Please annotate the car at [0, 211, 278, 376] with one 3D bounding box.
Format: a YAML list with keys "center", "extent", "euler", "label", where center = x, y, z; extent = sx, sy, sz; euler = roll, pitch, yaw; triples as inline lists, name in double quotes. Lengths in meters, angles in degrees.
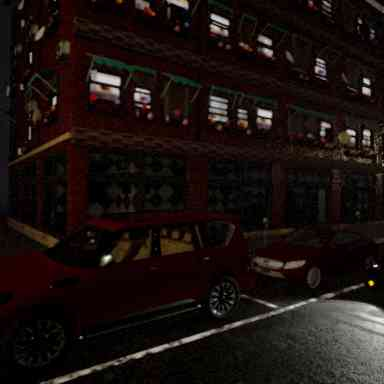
- center: [-1.096, 1.314, 5.760]
  extent: [5.009, 1.841, 2.192]
  euler: [0, 1, -35]
  label: "car"

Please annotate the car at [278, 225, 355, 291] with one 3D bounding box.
- center: [3.438, 1.579, 8.997]
  extent: [4.206, 1.307, 1.802]
  euler: [0, 1, -35]
  label: "car"

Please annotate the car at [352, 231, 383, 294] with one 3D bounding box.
- center: [5.715, 1.562, 7.397]
  extent: [4.181, 1.385, 1.994]
  euler: [0, 0, -35]
  label: "car"
